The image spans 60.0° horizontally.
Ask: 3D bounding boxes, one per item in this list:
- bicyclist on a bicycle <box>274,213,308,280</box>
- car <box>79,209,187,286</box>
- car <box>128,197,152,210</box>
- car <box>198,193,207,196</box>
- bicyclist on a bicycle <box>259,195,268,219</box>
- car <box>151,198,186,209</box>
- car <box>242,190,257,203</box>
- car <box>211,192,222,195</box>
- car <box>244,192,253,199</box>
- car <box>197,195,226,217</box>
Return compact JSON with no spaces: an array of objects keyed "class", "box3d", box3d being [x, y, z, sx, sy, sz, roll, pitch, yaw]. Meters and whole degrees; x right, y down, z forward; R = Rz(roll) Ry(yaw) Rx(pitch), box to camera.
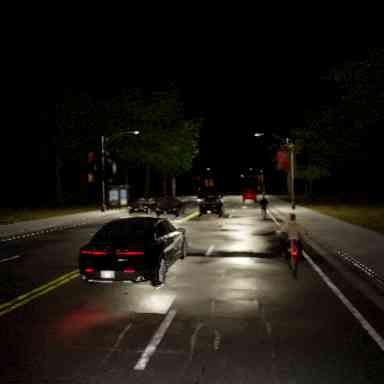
[{"class":"bicyclist on a bicycle","box3d":[2.590,1.327,8.616,0.866,1.612,1.509,-1,0,10]},{"class":"car","box3d":[-1.369,1.445,9.337,1.837,1.490,4.892,-1,0,9]},{"class":"car","box3d":[-4.499,1.307,31.414,1.837,1.490,4.892,-1,0,9]},{"class":"car","box3d":[2.346,0.927,72.110,1.994,1.385,4.181,-1,0,9]},{"class":"bicyclist on a bicycle","box3d":[5.117,1.101,23.754,0.659,1.776,1.843,-1,1,9]},{"class":"car","box3d":[-1.722,1.314,28.301,1.812,1.442,4.674,-1,0,9]},{"class":"car","box3d":[9.322,0.648,53.980,2.150,2.045,5.566,-1,1,9]},{"class":"car","box3d":[4.986,0.729,68.212,2.097,1.767,4.553,-1,0,10]},{"class":"car","box3d":[12.332,0.774,72.740,2.033,1.411,5.357,-1,0,9]},{"class":"car","box3d":[1.702,1.249,27.864,1.837,1.490,4.892,-1,0,9]}]
